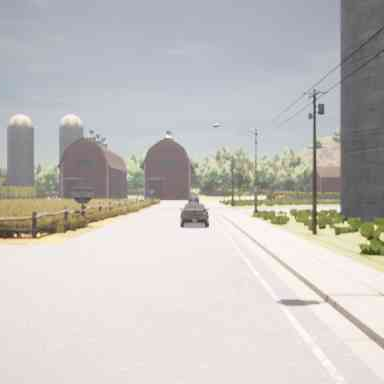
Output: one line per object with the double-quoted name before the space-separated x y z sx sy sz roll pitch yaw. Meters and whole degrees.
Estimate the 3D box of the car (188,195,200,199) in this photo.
"car" 0.389 1.335 64.409 2.097 1.767 4.553 0 0 3

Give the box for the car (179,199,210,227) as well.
"car" 0.174 1.499 22.829 1.837 1.490 4.892 0 0 0

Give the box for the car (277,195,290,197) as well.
"car" 22.936 1.456 81.354 5.008 1.535 1.882 0 0 0
